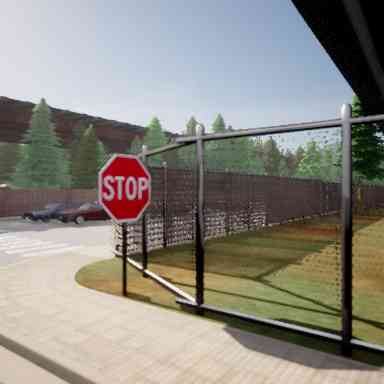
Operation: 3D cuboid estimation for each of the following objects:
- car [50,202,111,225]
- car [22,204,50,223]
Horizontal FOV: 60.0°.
[{"bbox_3d":[-7.341,1.464,24.316,1.882,1.535,5.008,0,0,36],"label":"car"},{"bbox_3d":[-10.338,1.532,26.145,2.033,1.411,5.357,0,0,36],"label":"car"}]
